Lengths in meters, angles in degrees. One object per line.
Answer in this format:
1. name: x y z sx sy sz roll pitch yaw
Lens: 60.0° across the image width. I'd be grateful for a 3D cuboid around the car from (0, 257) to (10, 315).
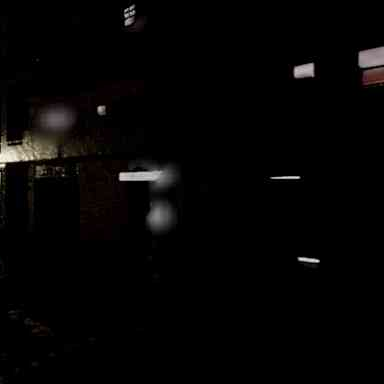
1. car: -5.425 1.364 6.229 4.553 1.767 2.097 0 0 36
